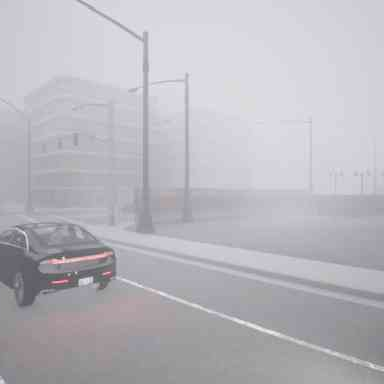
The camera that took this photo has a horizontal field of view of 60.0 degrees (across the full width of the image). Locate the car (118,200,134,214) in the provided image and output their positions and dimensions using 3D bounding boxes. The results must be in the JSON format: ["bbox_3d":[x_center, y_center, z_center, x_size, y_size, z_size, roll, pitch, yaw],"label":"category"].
[{"bbox_3d":[-5.557,1.491,35.713,4.902,1.511,2.128,0,0,-44],"label":"car"}]

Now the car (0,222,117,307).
[{"bbox_3d":[-3.683,1.492,8.121,2.128,1.511,4.902,0,0,-43],"label":"car"}]
